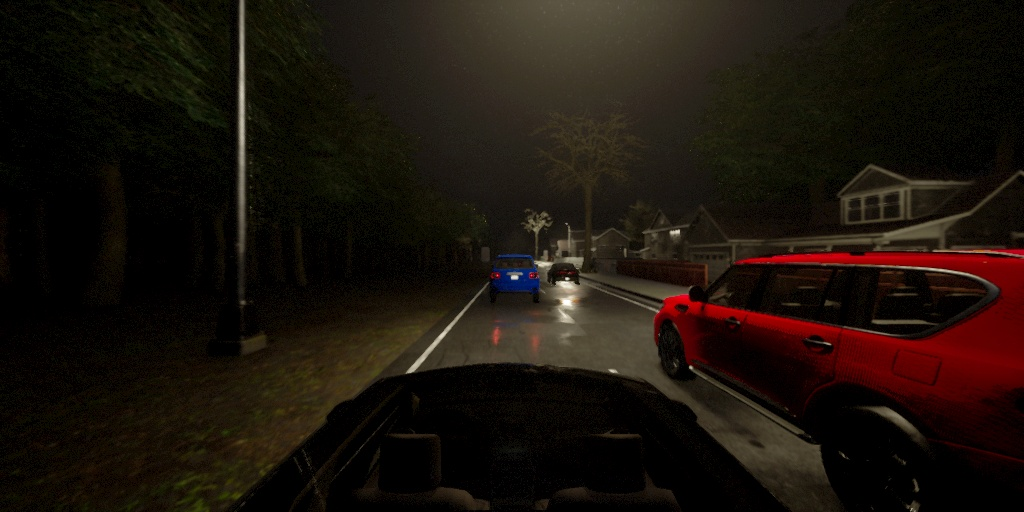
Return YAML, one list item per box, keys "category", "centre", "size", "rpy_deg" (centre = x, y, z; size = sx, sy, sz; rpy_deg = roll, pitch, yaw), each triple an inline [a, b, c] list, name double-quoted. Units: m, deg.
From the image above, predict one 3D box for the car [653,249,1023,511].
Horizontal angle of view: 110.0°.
- category: "car"
  centre: [3.601, 0.971, 4.063]
  size: [2.150, 2.045, 5.566]
  rpy_deg: [0, 0, 0]

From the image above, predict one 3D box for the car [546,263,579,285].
- category: "car"
  centre: [3.606, 1.244, 25.783]
  size: [1.837, 1.490, 4.892]
  rpy_deg: [0, 0, 0]

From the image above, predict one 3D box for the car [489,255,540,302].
- category: "car"
  centre: [0.104, 0.965, 17.156]
  size: [2.150, 2.045, 5.566]
  rpy_deg: [0, 0, 0]
